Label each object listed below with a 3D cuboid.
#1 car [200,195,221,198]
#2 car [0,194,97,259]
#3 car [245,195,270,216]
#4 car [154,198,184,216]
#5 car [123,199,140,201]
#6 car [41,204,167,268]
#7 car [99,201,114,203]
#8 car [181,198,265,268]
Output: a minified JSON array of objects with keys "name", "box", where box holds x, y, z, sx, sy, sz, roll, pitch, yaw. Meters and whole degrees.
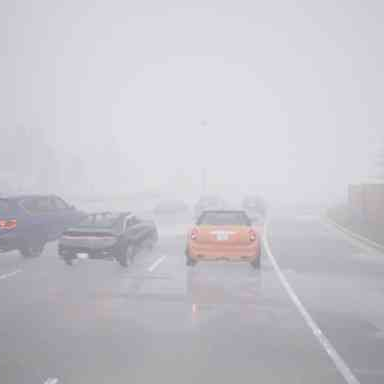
[{"name":"car","box":[1.776,1.068,28.607,2.097,1.767,4.553,0,1,19]},{"name":"car","box":[-5.831,1.090,12.307,2.150,2.045,5.566,0,1,8]},{"name":"car","box":[5.517,1.071,28.750,2.097,1.767,4.553,0,1,19]},{"name":"car","box":[-1.688,1.269,29.293,1.994,1.385,4.181,0,1,19]},{"name":"car","box":[-5.395,0.818,39.682,2.150,2.045,5.566,0,1,24]},{"name":"car","box":[-2.463,1.379,10.866,2.128,1.511,4.902,0,1,7]},{"name":"car","box":[-8.726,1.089,40.689,1.837,1.490,4.892,0,0,24]},{"name":"car","box":[1.118,1.240,11.133,2.097,1.767,4.553,0,0,8]}]
